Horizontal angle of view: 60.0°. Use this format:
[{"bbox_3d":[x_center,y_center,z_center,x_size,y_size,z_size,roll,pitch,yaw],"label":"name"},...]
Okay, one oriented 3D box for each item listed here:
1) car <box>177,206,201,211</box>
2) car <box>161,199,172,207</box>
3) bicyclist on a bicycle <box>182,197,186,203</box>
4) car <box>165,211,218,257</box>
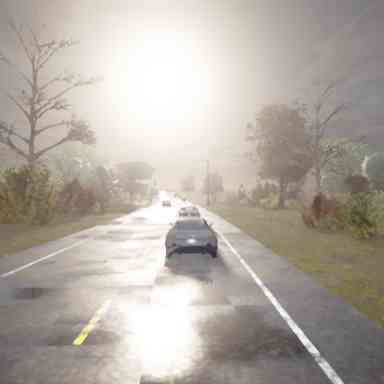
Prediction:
[{"bbox_3d":[-0.238,1.829,27.585,2.033,1.411,5.357,0,-1,-1],"label":"car"},{"bbox_3d":[-5.005,2.188,65.245,1.812,1.442,4.674,0,-1,-2],"label":"car"},{"bbox_3d":[-2.032,2.302,92.215,0.659,1.776,1.843,0,0,-4],"label":"bicyclist on a bicycle"},{"bbox_3d":[-0.024,1.704,13.595,1.994,1.385,4.181,0,-1,0],"label":"car"}]
